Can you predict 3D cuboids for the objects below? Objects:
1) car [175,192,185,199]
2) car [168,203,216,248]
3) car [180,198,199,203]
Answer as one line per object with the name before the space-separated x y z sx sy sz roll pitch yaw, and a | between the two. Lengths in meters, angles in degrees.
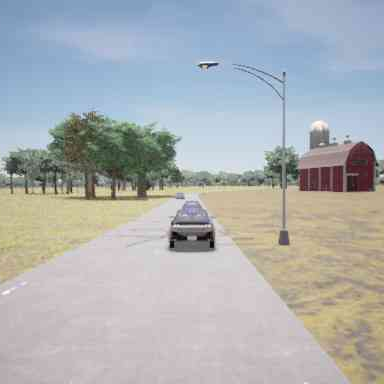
car | -2.730 0.720 75.953 2.097 1.767 4.553 0 1 0
car | 0.000 1.477 14.652 2.128 1.511 4.902 0 0 0
car | 0.001 1.491 29.653 1.994 1.385 4.181 0 0 0
